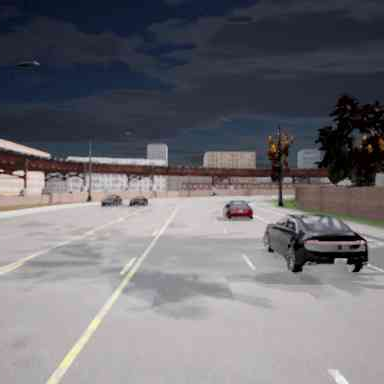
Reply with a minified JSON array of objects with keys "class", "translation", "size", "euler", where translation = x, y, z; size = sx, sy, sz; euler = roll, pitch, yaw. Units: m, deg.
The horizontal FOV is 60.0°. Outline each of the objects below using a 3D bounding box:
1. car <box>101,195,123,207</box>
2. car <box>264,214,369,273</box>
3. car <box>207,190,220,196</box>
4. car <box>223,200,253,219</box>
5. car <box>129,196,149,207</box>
[{"class":"car","translation":[-10.316,1.138,43.019],"size":[1.837,1.490,4.892],"euler":[0,0,3]},{"class":"car","translation":[3.587,1.423,10.429],"size":[2.128,1.511,4.902],"euler":[0,1,0]},{"class":"car","translation":[4.989,0.384,81.356],"size":[1.837,1.490,4.892],"euler":[-1,0,41]},{"class":"car","translation":[3.591,1.346,26.461],"size":[1.994,1.385,4.181],"euler":[0,1,0]},{"class":"car","translation":[-6.805,1.195,42.990],"size":[1.994,1.385,4.181],"euler":[0,0,3]}]
